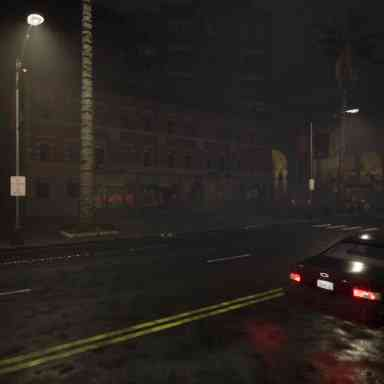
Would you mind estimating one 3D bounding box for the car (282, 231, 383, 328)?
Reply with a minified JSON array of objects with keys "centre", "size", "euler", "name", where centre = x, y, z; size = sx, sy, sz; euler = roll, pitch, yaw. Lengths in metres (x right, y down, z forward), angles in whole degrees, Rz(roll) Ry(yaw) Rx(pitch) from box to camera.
[{"centre":[4.192,1.547,6.852],"size":[5.357,1.411,2.033],"euler":[0,0,-36],"name":"car"}]
